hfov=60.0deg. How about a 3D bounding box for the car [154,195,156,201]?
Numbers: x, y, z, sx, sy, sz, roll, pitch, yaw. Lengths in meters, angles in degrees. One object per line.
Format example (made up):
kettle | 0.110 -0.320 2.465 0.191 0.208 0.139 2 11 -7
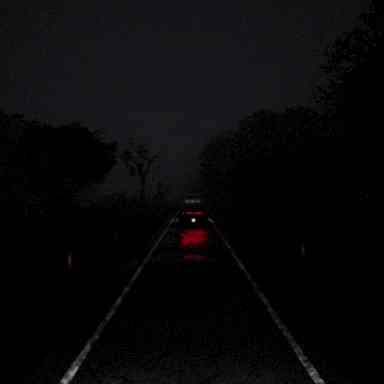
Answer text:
car | -9.897 1.612 78.366 2.002 1.452 4.674 1 -1 -5

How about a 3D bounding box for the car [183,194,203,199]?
car | 0.085 1.242 40.326 2.150 2.045 5.566 0 0 0

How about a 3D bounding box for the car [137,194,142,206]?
car | -9.098 1.511 50.666 2.163 1.488 4.792 0 -1 -2

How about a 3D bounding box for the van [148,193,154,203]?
van | -9.280 1.312 67.130 1.878 1.987 4.442 0 -1 -2

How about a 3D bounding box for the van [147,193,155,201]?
van | -11.137 1.372 89.360 1.878 1.987 4.442 1 -1 -10

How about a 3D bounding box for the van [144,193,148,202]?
van | -9.111 1.278 57.180 1.878 1.987 4.442 0 -1 -3

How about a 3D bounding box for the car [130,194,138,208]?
car | -9.090 1.461 45.155 2.231 1.521 4.892 0 -1 -2

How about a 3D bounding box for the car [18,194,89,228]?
car | -9.053 1.160 21.755 2.435 2.045 5.566 0 0 1

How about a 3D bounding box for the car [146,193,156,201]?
car | -10.424 1.334 83.904 2.435 2.045 5.566 1 -1 -9

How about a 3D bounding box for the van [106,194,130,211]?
van | -9.087 1.236 39.471 1.878 1.987 4.442 0 0 2

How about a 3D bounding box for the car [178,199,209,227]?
car | 0.092 1.489 22.878 1.837 1.490 4.892 0 0 0

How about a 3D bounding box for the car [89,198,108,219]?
car | -9.064 1.461 28.499 2.002 1.452 4.674 0 0 0
